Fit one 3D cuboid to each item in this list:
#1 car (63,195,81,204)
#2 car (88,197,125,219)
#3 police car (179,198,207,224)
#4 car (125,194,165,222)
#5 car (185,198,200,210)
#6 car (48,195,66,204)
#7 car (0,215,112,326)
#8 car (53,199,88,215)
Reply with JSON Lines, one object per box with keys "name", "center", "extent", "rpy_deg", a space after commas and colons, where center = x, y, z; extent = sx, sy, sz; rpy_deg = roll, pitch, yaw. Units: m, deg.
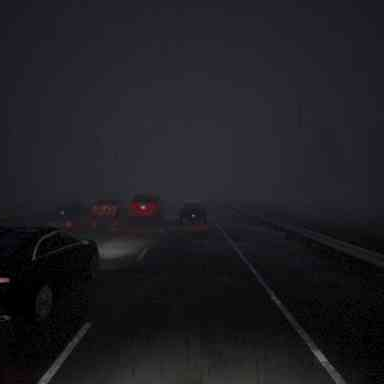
{"name": "car", "center": [-21.875, 1.408, 60.765], "extent": [1.837, 1.490, 4.892], "rpy_deg": [0, 0, -4]}
{"name": "car", "center": [-6.911, 1.308, 28.330], "extent": [2.097, 1.767, 4.553], "rpy_deg": [0, 0, 0]}
{"name": "police car", "center": [0.090, 1.387, 24.657], "extent": [1.930, 1.638, 5.238], "rpy_deg": [0, 0, 0]}
{"name": "car", "center": [-3.409, 1.181, 25.928], "extent": [2.150, 2.045, 5.566], "rpy_deg": [0, 0, 0]}
{"name": "car", "center": [0.065, 1.461, 41.672], "extent": [1.812, 1.442, 4.674], "rpy_deg": [0, 0, 0]}
{"name": "car", "center": [-25.621, 1.379, 63.245], "extent": [1.882, 1.535, 5.008], "rpy_deg": [0, 0, -6]}
{"name": "car", "center": [-3.403, 1.480, 7.017], "extent": [2.128, 1.511, 4.902], "rpy_deg": [0, 0, 0]}
{"name": "car", "center": [-10.411, 1.480, 29.020], "extent": [1.812, 1.442, 4.674], "rpy_deg": [0, 0, 0]}
